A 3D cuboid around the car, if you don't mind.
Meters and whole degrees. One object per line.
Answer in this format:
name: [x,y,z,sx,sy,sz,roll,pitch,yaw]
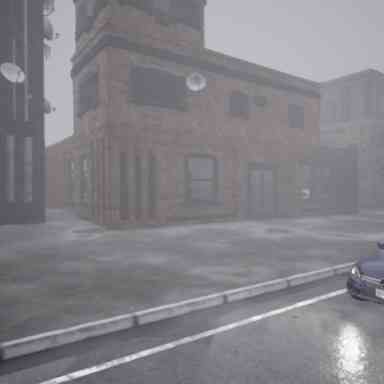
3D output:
car: [5.248,1.525,7.138,4.674,1.442,1.812,0,0,-35]
